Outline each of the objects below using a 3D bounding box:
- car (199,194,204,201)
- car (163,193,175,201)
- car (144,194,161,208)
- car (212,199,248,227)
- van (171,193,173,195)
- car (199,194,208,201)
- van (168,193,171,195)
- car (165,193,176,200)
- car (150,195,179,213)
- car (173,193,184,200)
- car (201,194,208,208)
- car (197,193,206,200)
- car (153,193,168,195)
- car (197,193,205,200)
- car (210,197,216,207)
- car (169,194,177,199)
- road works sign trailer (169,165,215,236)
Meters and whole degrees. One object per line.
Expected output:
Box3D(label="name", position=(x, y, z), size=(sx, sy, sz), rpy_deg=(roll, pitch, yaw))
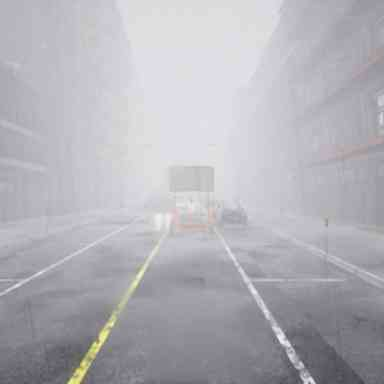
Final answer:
Box3D(label="car", position=(2.564, 1.377, 49.682), size=(2.008, 1.369, 4.403), rpy_deg=(1, 0, 0))
Box3D(label="car", position=(-5.322, 1.098, 77.393), size=(2.192, 1.841, 5.009), rpy_deg=(1, 0, 0))
Box3D(label="car", position=(-5.313, 1.365, 44.040), size=(1.752, 1.417, 4.829), rpy_deg=(2, 0, 0))
Box3D(label="car", position=(2.576, 1.451, 22.028), size=(1.887, 1.381, 4.507), rpy_deg=(1, 0, 0))
Box3D(label="van", position=(-5.318, 1.136, 66.332), size=(1.690, 1.788, 3.998), rpy_deg=(1, 0, 0))
Box3D(label="car", position=(2.563, 1.224, 77.336), size=(1.967, 1.590, 4.097), rpy_deg=(1, 0, 0))
Box3D(label="van", position=(-5.315, 1.143, 60.800), size=(1.690, 1.788, 3.998), rpy_deg=(2, 0, 0))
Box3D(label="car", position=(-5.324, 1.094, 82.923), size=(2.192, 1.841, 5.009), rpy_deg=(1, 0, 0))
Box3D(label="car", position=(-2.861, 1.354, 35.349), size=(2.128, 1.511, 4.902), rpy_deg=(0, 0, 0))
Box3D(label="car", position=(-2.780, 1.134, 75.745), size=(1.895, 1.301, 4.718), rpy_deg=(0, 0, 0))
Box3D(label="car", position=(2.567, 1.385, 44.150), size=(1.887, 1.381, 4.507), rpy_deg=(1, 0, 0))
Box3D(label="car", position=(2.520, 1.091, 88.397), size=(2.192, 1.841, 5.009), rpy_deg=(1, 0, 0))
Box3D(label="car", position=(-5.309, 1.140, 49.741), size=(2.192, 1.841, 5.009), rpy_deg=(2, 0, 0))
Box3D(label="car", position=(2.558, 1.340, 66.274), size=(1.887, 1.381, 4.507), rpy_deg=(1, 0, 0))
Box3D(label="car", position=(2.574, 1.412, 27.730), size=(1.752, 1.417, 4.829), rpy_deg=(1, 0, 0))
Box3D(label="car", position=(-5.335, 1.341, 93.986), size=(1.947, 1.339, 4.313), rpy_deg=(1, 0, 0))
Box3D(label="road works sign trailer", position=(-0.020, 0.386, 17.693), size=(2.380, 3.560, 2.880), rpy_deg=(0, 0, 0))
